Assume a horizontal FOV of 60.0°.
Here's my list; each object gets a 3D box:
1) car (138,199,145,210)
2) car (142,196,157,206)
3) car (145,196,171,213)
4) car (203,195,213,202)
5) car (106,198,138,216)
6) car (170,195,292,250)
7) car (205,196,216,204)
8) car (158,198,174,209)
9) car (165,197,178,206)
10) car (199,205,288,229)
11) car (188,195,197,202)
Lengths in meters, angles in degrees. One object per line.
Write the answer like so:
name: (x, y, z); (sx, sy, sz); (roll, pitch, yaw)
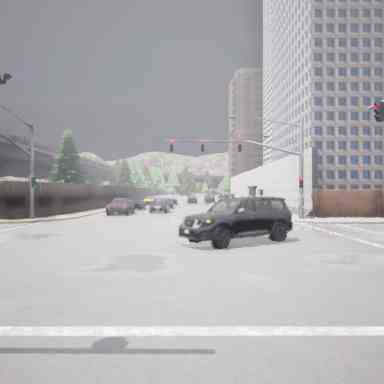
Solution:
car: (-7.040, 1.605, 42.031); (1.895, 1.301, 4.718); (0, 0, 0)
car: (-7.009, 1.483, 55.388); (1.882, 1.535, 5.008); (0, 0, 0)
car: (-3.543, 1.495, 36.630); (2.128, 1.511, 4.902); (0, 0, 0)
car: (3.593, 1.375, 74.634); (2.033, 1.411, 5.357); (0, 0, 0)
car: (-7.052, 1.355, 33.045); (2.097, 1.767, 4.553); (0, 0, 0)
car: (2.084, 1.254, 14.956); (5.566, 2.045, 2.150); (0, -1, -33)
car: (3.581, 1.511, 64.411); (1.837, 1.490, 4.892); (0, 0, 0)
car: (-3.541, 1.569, 45.549); (1.994, 1.385, 4.181); (0, 0, -1)
car: (-3.498, 1.607, 57.964); (1.895, 1.301, 4.718); (0, 0, 0)
car: (3.166, 1.576, 21.323); (5.357, 1.411, 2.033); (0, 0, 0)
car: (0.093, 1.335, 74.639); (1.837, 1.490, 4.892); (0, 0, 0)
